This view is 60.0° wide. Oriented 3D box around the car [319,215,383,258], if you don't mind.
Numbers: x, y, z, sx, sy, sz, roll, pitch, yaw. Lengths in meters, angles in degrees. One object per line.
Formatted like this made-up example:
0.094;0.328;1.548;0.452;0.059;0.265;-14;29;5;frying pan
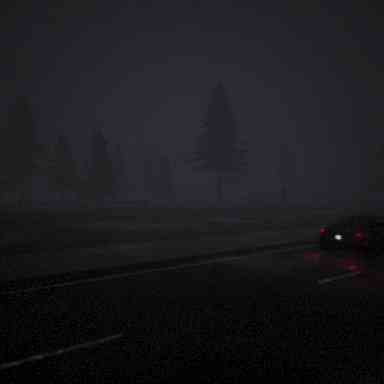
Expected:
6.858;1.585;13.005;4.181;1.385;1.994;0;0;-35;car
